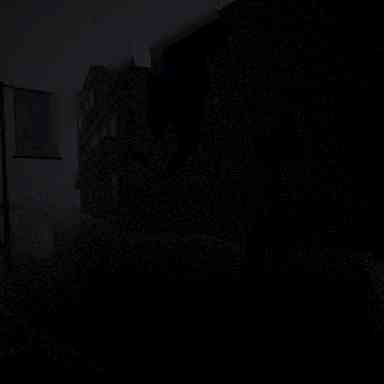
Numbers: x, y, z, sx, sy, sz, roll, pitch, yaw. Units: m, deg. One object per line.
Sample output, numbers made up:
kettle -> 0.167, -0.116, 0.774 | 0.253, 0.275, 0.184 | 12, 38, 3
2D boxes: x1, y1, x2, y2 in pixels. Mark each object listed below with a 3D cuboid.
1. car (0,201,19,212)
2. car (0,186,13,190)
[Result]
car -> -26.998, 2.079, 48.121 | 2.128, 1.511, 4.902 | -4, -1, 2
car -> -46.766, -0.704, 80.760 | 2.231, 1.521, 4.892 | -4, -3, 6
